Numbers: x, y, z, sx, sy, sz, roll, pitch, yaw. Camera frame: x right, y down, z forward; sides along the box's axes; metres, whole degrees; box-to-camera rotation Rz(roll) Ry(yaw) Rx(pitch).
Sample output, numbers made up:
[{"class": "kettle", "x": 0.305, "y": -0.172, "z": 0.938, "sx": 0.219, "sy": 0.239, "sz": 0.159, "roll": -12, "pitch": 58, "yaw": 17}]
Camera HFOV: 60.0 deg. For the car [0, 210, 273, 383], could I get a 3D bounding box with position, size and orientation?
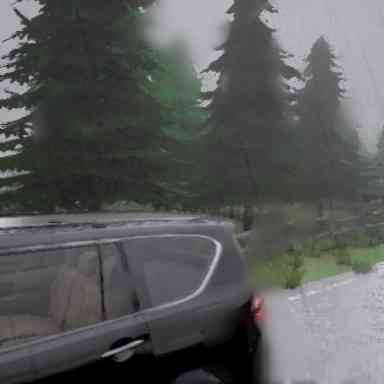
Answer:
[{"class": "car", "x": -1.859, "y": 1.222, "z": 2.336, "sx": 5.566, "sy": 2.045, "sz": 2.150, "roll": 0, "pitch": 0, "yaw": -35}]
